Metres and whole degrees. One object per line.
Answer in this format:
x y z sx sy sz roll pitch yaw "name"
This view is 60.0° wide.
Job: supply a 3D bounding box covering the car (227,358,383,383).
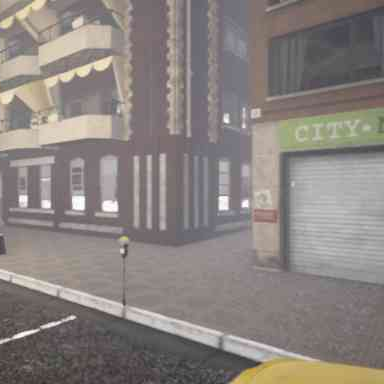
2.118 1.528 1.365 4.829 1.417 1.752 0 0 35 "car"
